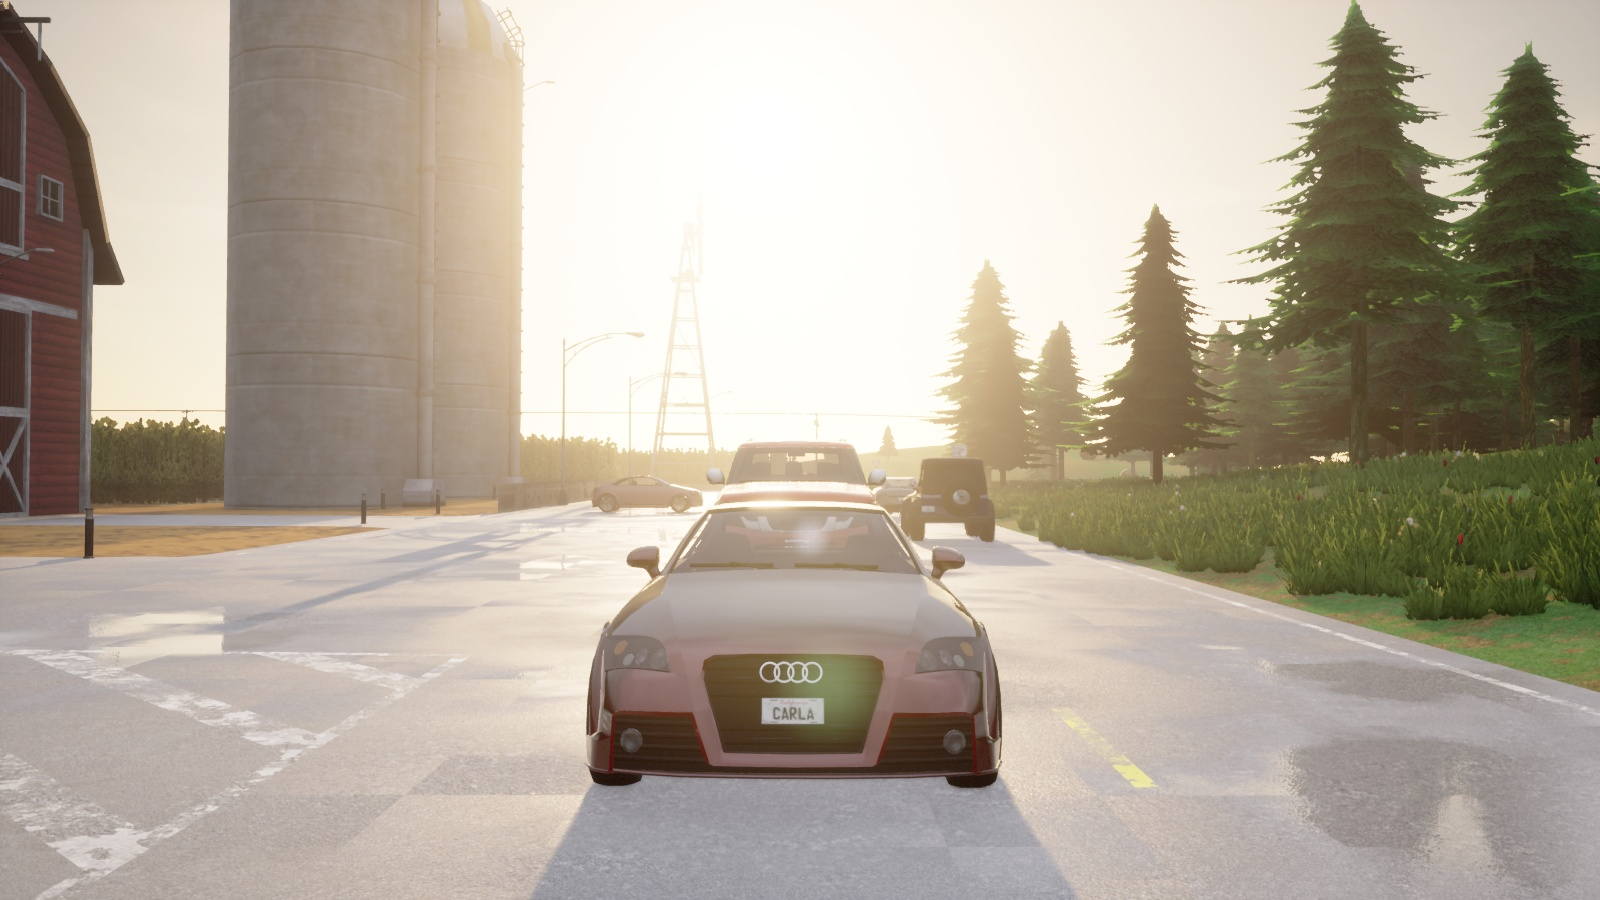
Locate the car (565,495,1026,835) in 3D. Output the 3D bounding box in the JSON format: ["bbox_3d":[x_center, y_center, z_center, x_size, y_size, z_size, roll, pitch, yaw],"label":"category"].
[{"bbox_3d":[-0.017,1.005,7.538,1.994,1.385,4.181,0,-1,0],"label":"car"}]

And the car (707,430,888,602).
[{"bbox_3d":[-0.049,0.832,17.781,2.150,2.045,5.566,0,-1,0],"label":"car"}]

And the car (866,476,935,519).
[{"bbox_3d":[3.388,1.587,43.085,1.994,1.385,4.181,0,-1,0],"label":"car"}]

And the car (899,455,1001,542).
[{"bbox_3d":[3.423,1.088,29.335,1.905,1.878,3.866,0,-1,0],"label":"car"}]
